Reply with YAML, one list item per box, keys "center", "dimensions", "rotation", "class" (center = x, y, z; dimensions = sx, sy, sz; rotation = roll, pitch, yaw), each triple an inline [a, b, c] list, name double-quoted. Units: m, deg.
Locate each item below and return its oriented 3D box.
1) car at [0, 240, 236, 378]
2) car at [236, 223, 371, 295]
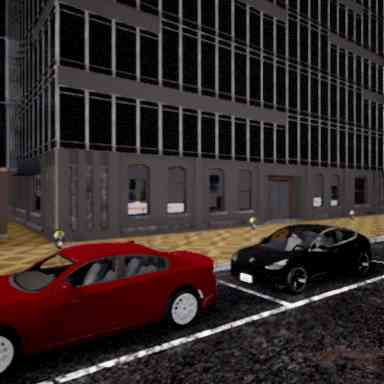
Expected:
- center: [-1.652, 1.538, 5.379]
  dimensions: [4.507, 1.381, 1.887]
  rotation: [0, 0, -36]
  class: "car"
- center: [2.982, 1.534, 8.686]
  dimensions: [4.313, 1.339, 1.947]
  rotation: [0, 0, -36]
  class: "car"
